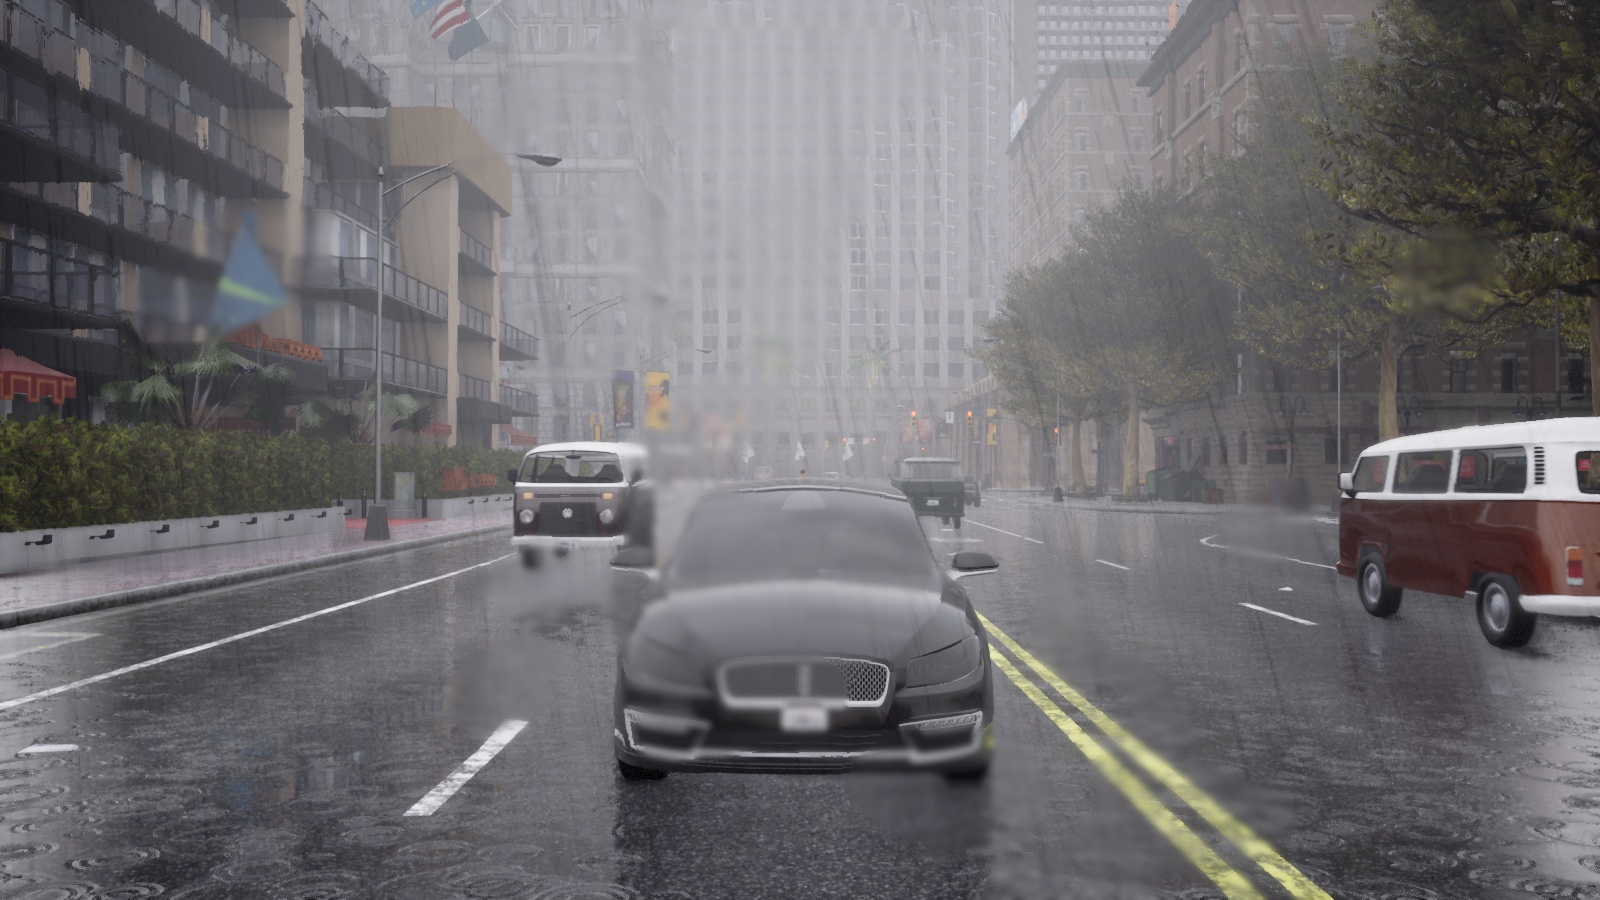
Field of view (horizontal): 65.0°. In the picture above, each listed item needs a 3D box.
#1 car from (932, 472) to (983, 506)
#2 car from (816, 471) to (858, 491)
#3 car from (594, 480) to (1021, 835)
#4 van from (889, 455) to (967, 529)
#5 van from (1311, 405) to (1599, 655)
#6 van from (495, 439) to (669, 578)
[{"bbox_3d":[7.152,1.760,57.314,1.816,1.474,4.193,0,-1,0],"label":"car"},{"bbox_3d":[2.840,2.357,94.847,1.970,1.475,3.806,-1,-1,22],"label":"car"},{"bbox_3d":[0.035,0.951,7.865,1.837,1.490,4.892,0,-1,0],"label":"car"},{"bbox_3d":[3.601,1.156,35.994,1.775,1.987,4.442,0,-1,0],"label":"van"},{"bbox_3d":[7.044,0.714,12.504,2.069,2.038,4.480,0,-2,0],"label":"van"},{"bbox_3d":[-3.436,0.898,20.694,2.069,2.038,4.480,0,-1,0],"label":"van"}]
